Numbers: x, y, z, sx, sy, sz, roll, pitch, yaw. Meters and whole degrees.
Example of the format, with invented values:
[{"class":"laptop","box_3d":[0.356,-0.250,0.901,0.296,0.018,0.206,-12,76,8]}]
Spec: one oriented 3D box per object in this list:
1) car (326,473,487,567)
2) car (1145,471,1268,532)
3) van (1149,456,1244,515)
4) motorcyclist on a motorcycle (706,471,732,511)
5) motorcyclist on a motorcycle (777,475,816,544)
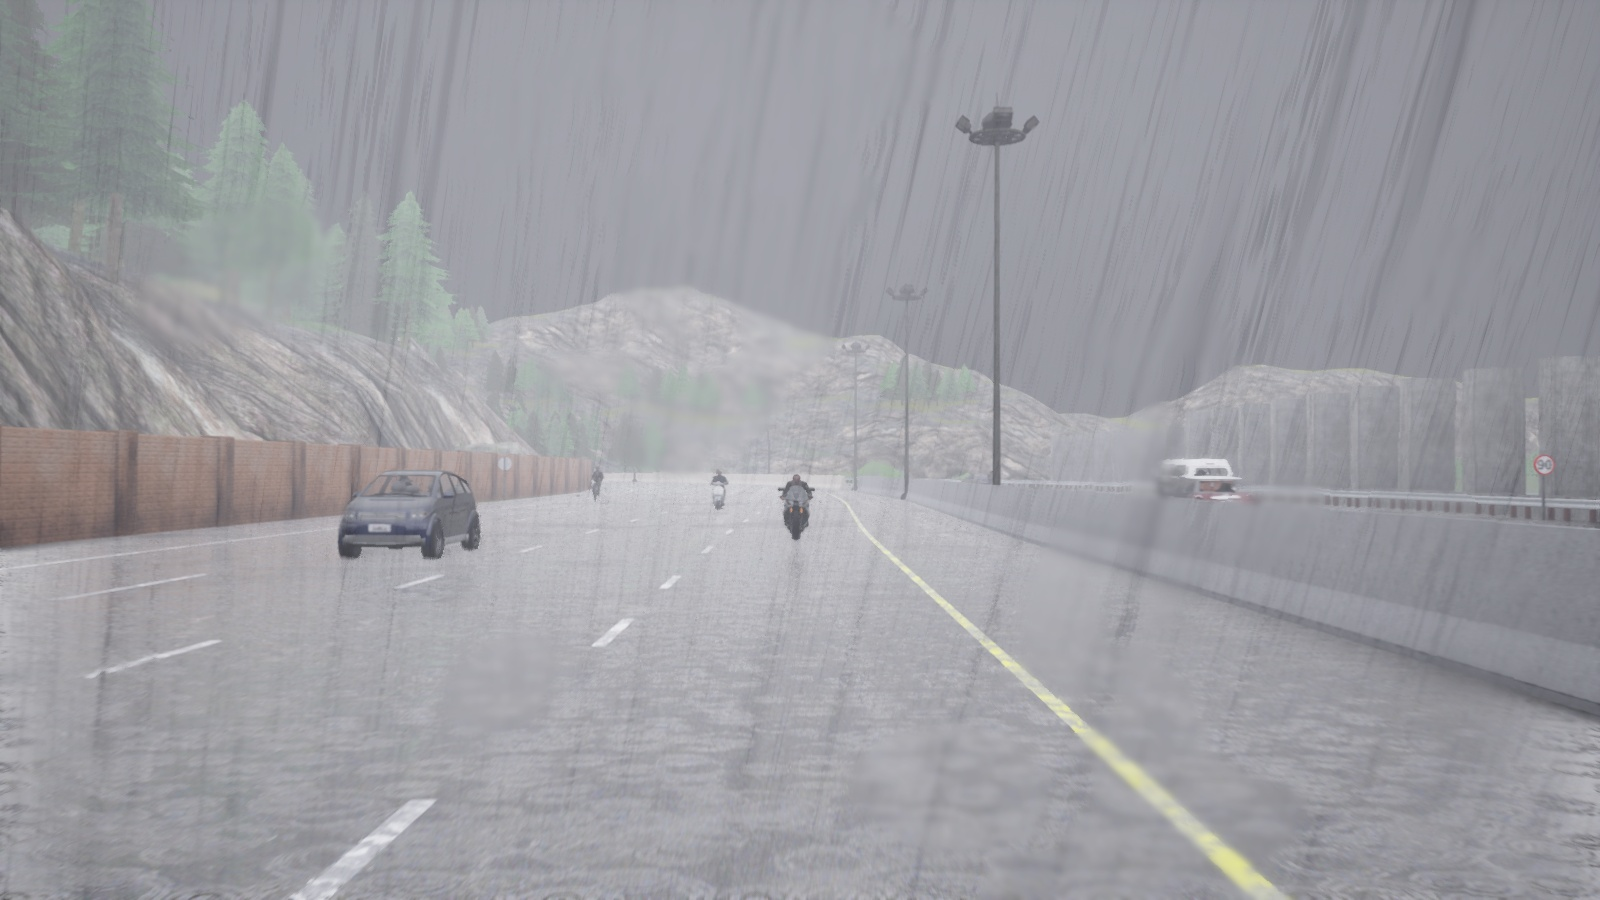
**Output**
[{"class":"car","box_3d":[-7.063,1.202,22.917,1.789,1.549,3.705,0,-1,0]},{"class":"car","box_3d":[10.460,1.284,32.619,1.970,1.475,3.806,0,-1,1]},{"class":"van","box_3d":[14.190,1.240,45.229,2.069,2.038,4.480,0,-1,1]},{"class":"motorcyclist on a motorcycle","box_3d":[-3.211,1.618,49.993,0.866,1.590,1.817,0,-1,1]},{"class":"motorcyclist on a motorcycle","box_3d":[-0.075,1.334,28.942,0.866,1.530,2.191,0,-1,0]}]
